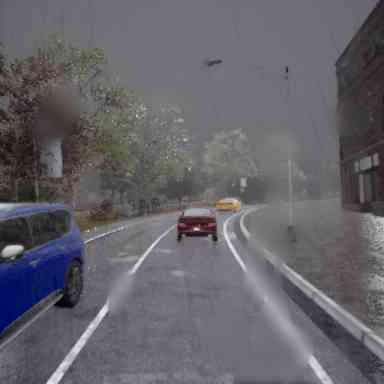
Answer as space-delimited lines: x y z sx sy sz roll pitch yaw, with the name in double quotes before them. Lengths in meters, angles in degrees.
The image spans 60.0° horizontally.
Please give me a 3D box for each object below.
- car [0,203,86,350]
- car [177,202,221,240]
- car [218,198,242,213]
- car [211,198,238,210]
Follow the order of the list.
"car" -3.353 1.230 5.004 2.150 2.045 5.566 0 0 0
"car" 0.336 1.465 17.087 1.882 1.535 5.008 0 0 3
"car" 4.014 1.369 35.129 1.882 1.535 5.008 -2 0 19
"car" 4.390 1.575 44.627 1.895 1.301 4.718 -3 -1 28
